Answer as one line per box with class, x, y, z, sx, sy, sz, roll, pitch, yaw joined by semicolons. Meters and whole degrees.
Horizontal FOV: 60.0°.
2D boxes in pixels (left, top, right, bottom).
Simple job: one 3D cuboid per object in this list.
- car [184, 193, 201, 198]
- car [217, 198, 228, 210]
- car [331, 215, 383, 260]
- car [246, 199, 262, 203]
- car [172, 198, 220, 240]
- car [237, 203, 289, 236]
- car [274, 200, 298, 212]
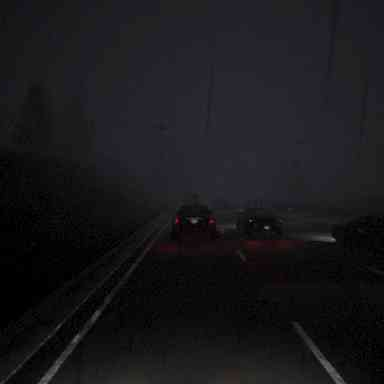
car;0.096;1.224;48.557;2.150;2.045;5.566;0;0;0
car;3.599;1.493;43.404;2.128;1.511;4.902;0;0;0
car;7.097;1.548;12.375;2.033;1.411;5.357;0;0;0
car;7.101;1.549;38.271;2.033;1.411;5.357;0;0;0
car;0.100;1.353;17.153;2.097;1.767;4.553;0;0;0
car;3.596;1.527;18.249;1.812;1.442;4.674;0;0;0
car;10.597;1.603;38.392;1.895;1.301;4.718;0;0;0
